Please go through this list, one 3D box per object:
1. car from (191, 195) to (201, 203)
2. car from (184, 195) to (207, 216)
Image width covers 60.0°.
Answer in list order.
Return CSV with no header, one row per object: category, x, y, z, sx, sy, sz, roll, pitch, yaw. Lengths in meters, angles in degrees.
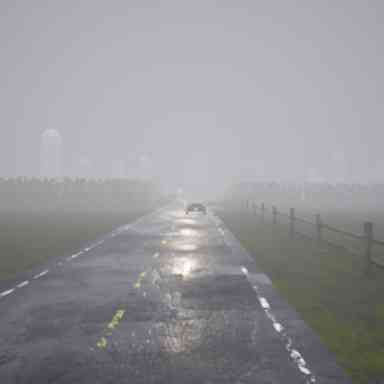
car,0.790,1.287,62.788,1.895,1.301,4.718,0,0,1
car,0.384,1.309,31.119,1.812,1.442,4.674,0,0,1
